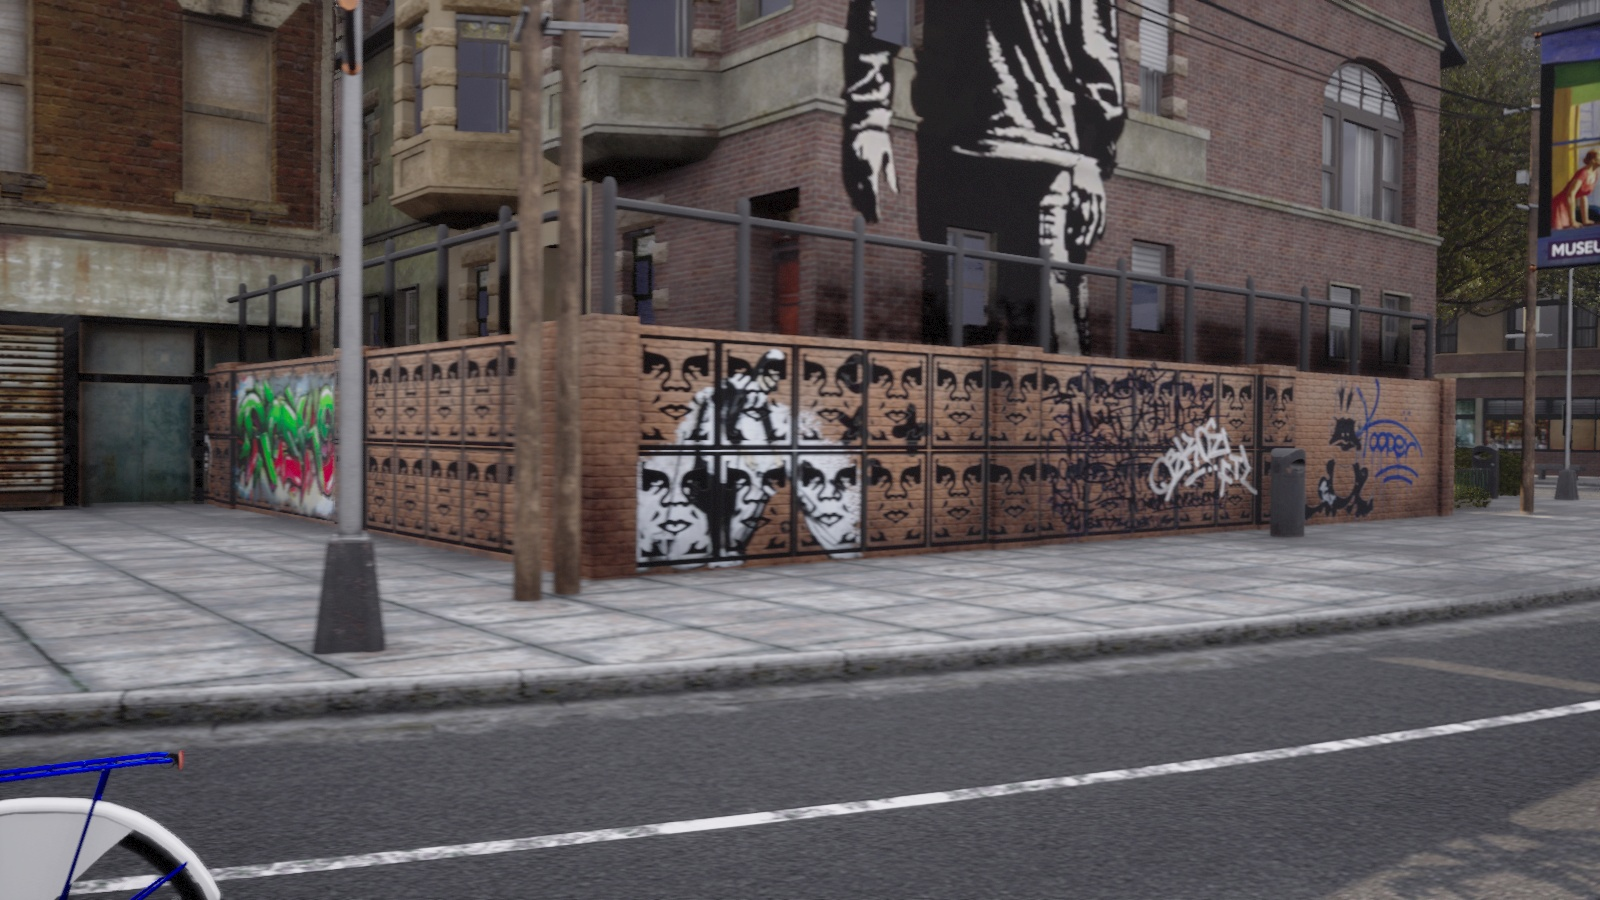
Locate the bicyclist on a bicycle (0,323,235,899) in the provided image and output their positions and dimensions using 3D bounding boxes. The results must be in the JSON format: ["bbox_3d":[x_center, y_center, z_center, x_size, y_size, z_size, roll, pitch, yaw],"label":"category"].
[{"bbox_3d":[-2.164,0.655,2.483,1.843,1.776,0.659,-1,1,-19],"label":"bicyclist on a bicycle"}]
